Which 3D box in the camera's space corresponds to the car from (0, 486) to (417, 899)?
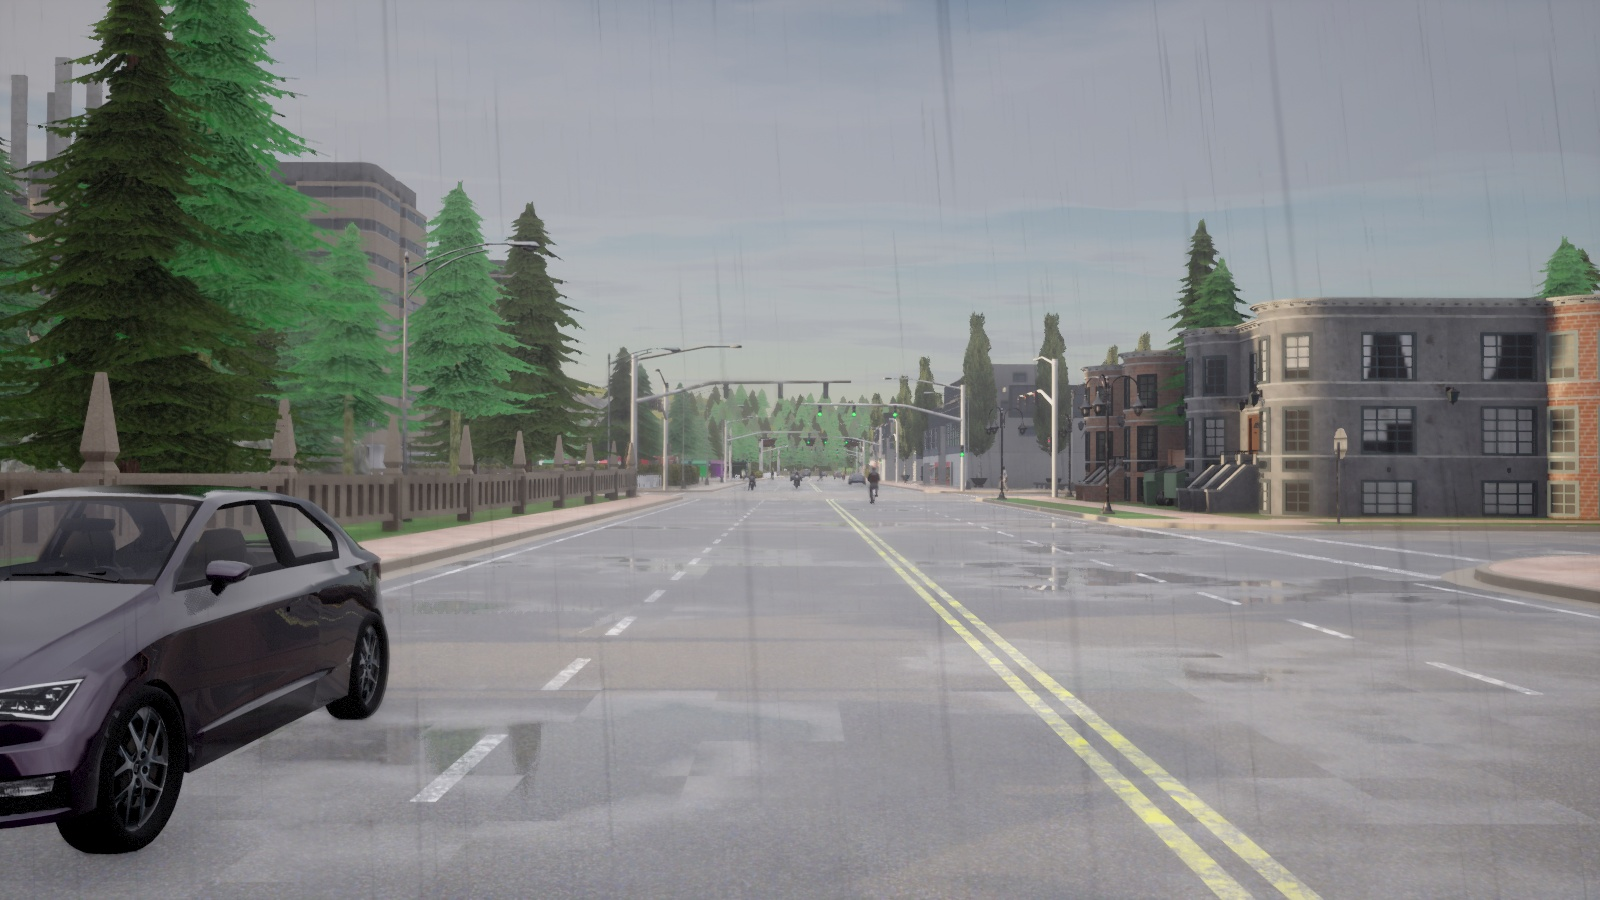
[{"bbox_3d":[-3.515,0.951,6.460,1.816,1.474,4.193,0,-1,0],"label":"car"}]
